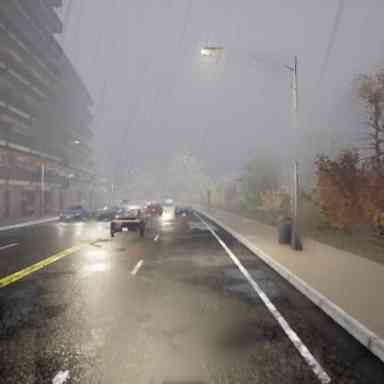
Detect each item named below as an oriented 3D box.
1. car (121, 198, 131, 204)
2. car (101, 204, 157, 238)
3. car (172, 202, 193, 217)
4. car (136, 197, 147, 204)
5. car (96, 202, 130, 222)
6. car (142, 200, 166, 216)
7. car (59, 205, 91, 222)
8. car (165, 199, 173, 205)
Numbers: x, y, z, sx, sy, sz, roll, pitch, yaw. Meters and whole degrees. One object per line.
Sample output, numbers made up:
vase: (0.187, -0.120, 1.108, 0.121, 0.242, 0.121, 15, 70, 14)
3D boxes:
car: (-14.037, 2.094, 70.977, 1.837, 1.490, 4.892, 0, -1, -7)
car: (-3.491, 1.720, 19.394, 2.128, 1.511, 4.902, 0, 0, -2)
car: (-0.913, 1.974, 35.346, 1.895, 1.301, 4.718, 0, -1, -3)
car: (-10.820, 1.930, 71.439, 2.097, 1.767, 4.553, 0, -1, -7)
car: (-7.382, 1.916, 30.699, 2.033, 1.411, 5.357, 0, -1, -3)
car: (-4.372, 1.993, 38.679, 1.994, 1.385, 4.181, 0, -1, -3)
car: (-10.641, 1.915, 30.664, 1.812, 1.442, 4.674, 0, -1, -3)
car: (-5.558, 2.364, 80.909, 1.812, 1.442, 4.674, 0, -1, -9)
